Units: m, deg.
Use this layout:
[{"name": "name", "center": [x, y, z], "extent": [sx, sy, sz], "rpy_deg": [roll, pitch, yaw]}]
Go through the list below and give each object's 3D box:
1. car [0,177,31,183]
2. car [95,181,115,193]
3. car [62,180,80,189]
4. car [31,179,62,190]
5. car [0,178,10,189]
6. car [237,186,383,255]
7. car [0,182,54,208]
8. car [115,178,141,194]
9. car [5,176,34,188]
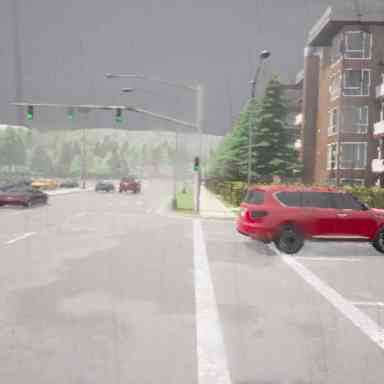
[{"name": "car", "center": [-19.832, -0.586, 35.752], "extent": [2.128, 1.511, 4.902], "rpy_deg": [2, 2, 0]}, {"name": "car", "center": [-11.666, -0.735, 44.970], "extent": [2.128, 1.511, 4.902], "rpy_deg": [2, 2, 0]}, {"name": "car", "center": [-19.764, -1.266, 53.874], "extent": [1.994, 1.385, 4.181], "rpy_deg": [2, 2, 1]}, {"name": "car", "center": [-19.815, -0.982, 44.940], "extent": [1.882, 1.535, 5.008], "rpy_deg": [2, 2, 0]}, {"name": "car", "center": [-26.808, -1.131, 44.845], "extent": [1.812, 1.442, 4.674], "rpy_deg": [2, 2, 1]}, {"name": "car", "center": [4.314, 0.863, 11.137], "extent": [5.566, 2.045, 2.150], "rpy_deg": [1, 2, -8]}, {"name": "car", "center": [-11.457, 0.266, 22.804], "extent": [1.994, 1.385, 4.181], "rpy_deg": [2, 2, -2]}, {"name": "car", "center": [-8.166, -0.871, 44.174], "extent": [2.150, 2.045, 5.566], "rpy_deg": [2, 2, 0]}, {"name": "car", "center": [-26.782, -1.595, 51.818], "extent": [2.097, 1.767, 4.553], "rpy_deg": [2, 2, 1]}]
